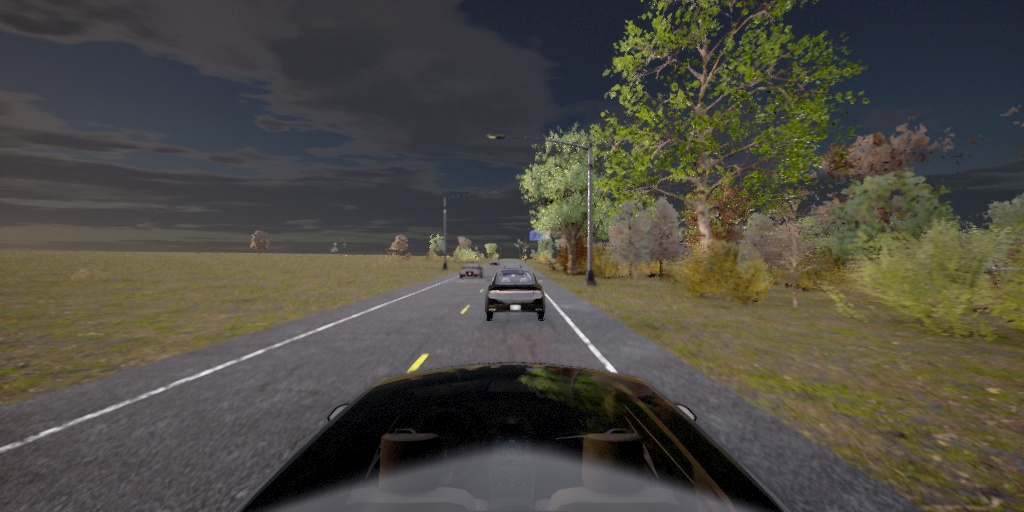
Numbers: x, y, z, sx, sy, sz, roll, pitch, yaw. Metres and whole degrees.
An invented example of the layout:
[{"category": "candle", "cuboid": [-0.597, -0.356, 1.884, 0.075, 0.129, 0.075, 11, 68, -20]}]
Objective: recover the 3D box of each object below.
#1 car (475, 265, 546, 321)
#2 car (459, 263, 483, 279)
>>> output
[{"category": "car", "cuboid": [0.100, 1.244, 12.572, 2.128, 1.511, 4.902, 0, 0, 0]}, {"category": "car", "cuboid": [-3.595, 1.323, 32.625, 1.994, 1.385, 4.181, 0, 0, 0]}]
